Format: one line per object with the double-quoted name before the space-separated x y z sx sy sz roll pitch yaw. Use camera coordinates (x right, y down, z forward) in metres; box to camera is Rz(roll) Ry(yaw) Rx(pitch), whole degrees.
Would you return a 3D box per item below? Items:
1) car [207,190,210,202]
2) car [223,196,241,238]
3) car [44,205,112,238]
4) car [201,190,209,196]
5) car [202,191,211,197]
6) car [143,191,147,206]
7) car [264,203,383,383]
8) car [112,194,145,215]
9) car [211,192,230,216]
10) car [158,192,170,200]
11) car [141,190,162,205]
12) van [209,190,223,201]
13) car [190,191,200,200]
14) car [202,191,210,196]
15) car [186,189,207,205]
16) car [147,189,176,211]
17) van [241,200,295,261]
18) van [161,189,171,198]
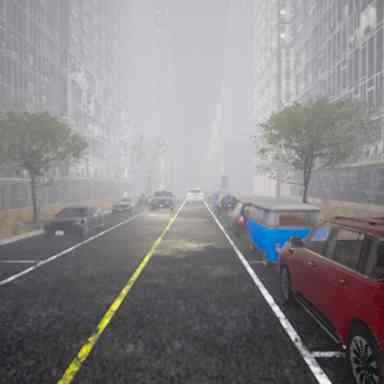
"car" 3.073 0.809 50.241 2.008 1.369 4.403 -1 1 0
"car" 2.807 1.201 16.142 1.967 1.590 4.097 -1 1 0
"car" -5.572 1.327 16.209 1.947 1.339 4.313 -1 1 0
"car" 3.512 0.225 90.021 1.947 1.339 4.313 -1 1 0
"car" 3.348 0.398 78.654 1.947 1.339 4.313 -1 1 0
"car" -5.396 0.867 38.939 1.967 1.590 4.097 -1 1 0
"car" 2.718 1.243 4.775 2.192 1.841 5.009 -1 1 0
"car" -5.484 1.145 27.574 2.008 1.369 4.403 -1 1 0
"car" 2.895 1.034 27.508 1.967 1.590 4.097 -1 1 0
"car" -5.218 0.672 61.673 1.802 1.307 4.206 -1 1 0
"car" -5.353 0.657 44.620 2.192 1.841 5.009 -1 1 0
"van" 2.939 0.851 33.189 1.690 1.788 3.998 -1 1 0
"car" 0.577 0.572 61.300 1.882 1.535 5.008 0 1 0
"car" 3.450 0.328 84.336 1.802 1.307 4.206 -1 1 0
"car" 0.447 0.562 44.406 2.150 2.045 5.566 0 0 0
"car" -2.748 0.849 32.527 2.150 2.045 5.566 0 1 0
"van" 2.762 1.186 10.458 1.690 1.788 3.998 -1 1 0
"van" -5.176 0.346 67.352 1.690 1.788 3.998 -1 1 0
